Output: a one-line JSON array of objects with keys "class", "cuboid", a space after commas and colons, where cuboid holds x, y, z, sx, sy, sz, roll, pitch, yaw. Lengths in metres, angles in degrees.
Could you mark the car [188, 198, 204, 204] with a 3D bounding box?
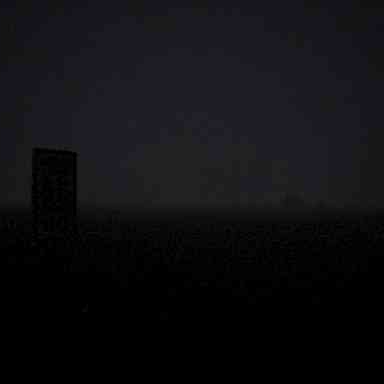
[{"class": "car", "cuboid": [0.951, 2.235, 81.078, 1.837, 1.490, 4.892, 1, 0, 36]}]
